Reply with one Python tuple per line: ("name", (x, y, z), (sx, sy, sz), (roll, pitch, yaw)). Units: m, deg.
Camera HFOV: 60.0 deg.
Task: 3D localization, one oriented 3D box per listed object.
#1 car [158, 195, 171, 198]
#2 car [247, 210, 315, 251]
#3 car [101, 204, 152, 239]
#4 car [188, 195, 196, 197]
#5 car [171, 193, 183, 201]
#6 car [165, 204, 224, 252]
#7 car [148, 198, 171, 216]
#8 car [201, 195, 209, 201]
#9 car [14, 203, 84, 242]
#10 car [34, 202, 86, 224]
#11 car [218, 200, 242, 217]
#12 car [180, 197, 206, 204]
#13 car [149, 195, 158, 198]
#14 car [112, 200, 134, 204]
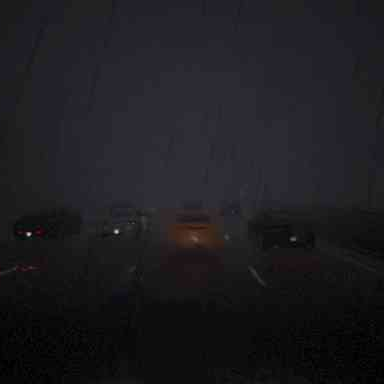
("car", (-7.032, 1.498, 87.929), (2.097, 1.767, 4.553), (0, 0, 0))
("car", (3.587, 1.502, 14.183), (1.882, 1.535, 5.008), (0, 0, 0))
("car", (-3.409, 1.556, 17.351), (1.812, 1.442, 4.674), (0, 0, 0))
("car", (-0.032, 1.500, 88.349), (2.097, 1.767, 4.553), (0, 0, 0))
("car", (-3.532, 1.353, 87.608), (2.150, 2.045, 5.566), (0, 0, 0))
("car", (0.087, 1.502, 14.121), (1.882, 1.535, 5.008), (0, 0, 0))
("car", (-3.427, 1.582, 32.780), (1.812, 1.442, 4.674), (0, 0, 0))
("car", (3.468, 1.682, 87.963), (2.033, 1.411, 5.357), (0, 0, 0))
("car", (-6.909, 1.533, 16.537), (1.837, 1.490, 4.892), (0, 0, 0))
("car", (-10.425, 1.594, 26.708), (2.033, 1.411, 5.357), (0, 0, 0))
("car", (3.582, 1.546, 31.762), (2.128, 1.511, 4.902), (0, 0, 0))
("car", (0.082, 1.560, 31.799), (1.837, 1.490, 4.892), (0, 0, 0))
("car", (-10.532, 1.669, 87.991), (1.812, 1.442, 4.674), (0, 0, 0))
("car", (-6.917, 1.535, 33.328), (1.882, 1.535, 5.008), (0, 0, 0))
